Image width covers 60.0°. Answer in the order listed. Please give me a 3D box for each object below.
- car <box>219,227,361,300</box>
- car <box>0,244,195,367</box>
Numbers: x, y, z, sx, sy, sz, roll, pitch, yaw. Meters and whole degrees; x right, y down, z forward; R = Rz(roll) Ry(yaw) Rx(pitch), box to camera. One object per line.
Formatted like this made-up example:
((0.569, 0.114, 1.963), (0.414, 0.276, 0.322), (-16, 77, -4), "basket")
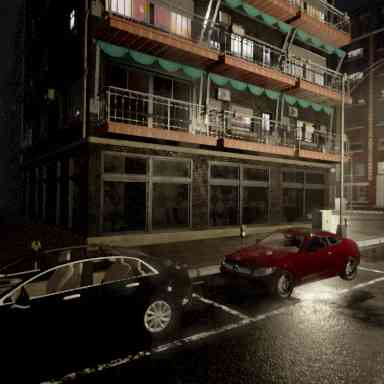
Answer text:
((2.615, 1.585, 8.375), (4.206, 1.307, 1.802), (0, 1, -36), "car")
((-2.011, 1.551, 5.068), (4.403, 1.369, 2.008), (0, 1, -36), "car")
